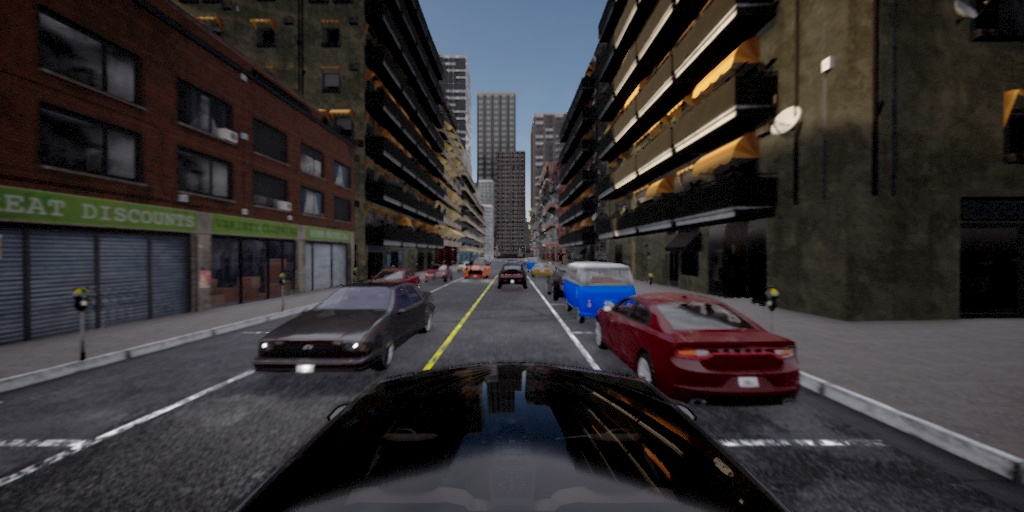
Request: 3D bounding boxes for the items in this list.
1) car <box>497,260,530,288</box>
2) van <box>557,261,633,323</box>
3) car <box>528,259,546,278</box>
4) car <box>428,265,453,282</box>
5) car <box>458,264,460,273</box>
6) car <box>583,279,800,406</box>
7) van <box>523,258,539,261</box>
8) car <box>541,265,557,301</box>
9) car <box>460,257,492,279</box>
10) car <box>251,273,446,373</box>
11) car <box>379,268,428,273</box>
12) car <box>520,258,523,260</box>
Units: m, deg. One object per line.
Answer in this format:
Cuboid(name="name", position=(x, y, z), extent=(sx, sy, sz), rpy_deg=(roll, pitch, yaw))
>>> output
Cuboid(name="car", position=(0.043, 1.256, 23.760), extent=(1.837, 1.490, 4.892), rpy_deg=(0, 0, 1))
Cuboid(name="van", position=(2.687, 1.090, 11.823), extent=(1.690, 1.789, 3.998), rpy_deg=(0, 0, 0))
Cuboid(name="car", position=(2.681, 1.277, 34.087), extent=(1.751, 1.417, 4.829), rpy_deg=(0, 0, 0))
Cuboid(name="car", position=(-5.698, 1.332, 28.404), extent=(1.802, 1.307, 4.207), rpy_deg=(0, 0, 0))
Cuboid(name="car", position=(-5.702, 1.280, 44.805), extent=(1.751, 1.417, 4.829), rpy_deg=(0, 0, 0))
Cuboid(name="car", position=(2.688, 1.295, 6.300), extent=(1.888, 1.381, 4.507), rpy_deg=(0, 0, 0))
Cuboid(name="van", position=(2.679, 1.096, 44.964), extent=(1.690, 1.789, 3.998), rpy_deg=(0, 0, 0))
Cuboid(name="car", position=(2.685, 1.315, 17.347), extent=(1.948, 1.339, 4.313), rpy_deg=(0, 0, 0))
Cuboid(name="car", position=(-3.049, 1.102, 32.239), extent=(2.097, 1.767, 4.553), rpy_deg=(0, 0, 1))
Cuboid(name="car", position=(-3.077, 1.297, 8.019), extent=(2.033, 1.411, 5.357), rpy_deg=(0, 0, 0))
Cuboid(name="car", position=(-5.696, 1.294, 17.358), extent=(1.888, 1.381, 4.507), rpy_deg=(0, 0, 0))
Cuboid(name="car", position=(0.085, 1.260, 46.074), extent=(1.837, 1.490, 4.892), rpy_deg=(0, 0, 0))
